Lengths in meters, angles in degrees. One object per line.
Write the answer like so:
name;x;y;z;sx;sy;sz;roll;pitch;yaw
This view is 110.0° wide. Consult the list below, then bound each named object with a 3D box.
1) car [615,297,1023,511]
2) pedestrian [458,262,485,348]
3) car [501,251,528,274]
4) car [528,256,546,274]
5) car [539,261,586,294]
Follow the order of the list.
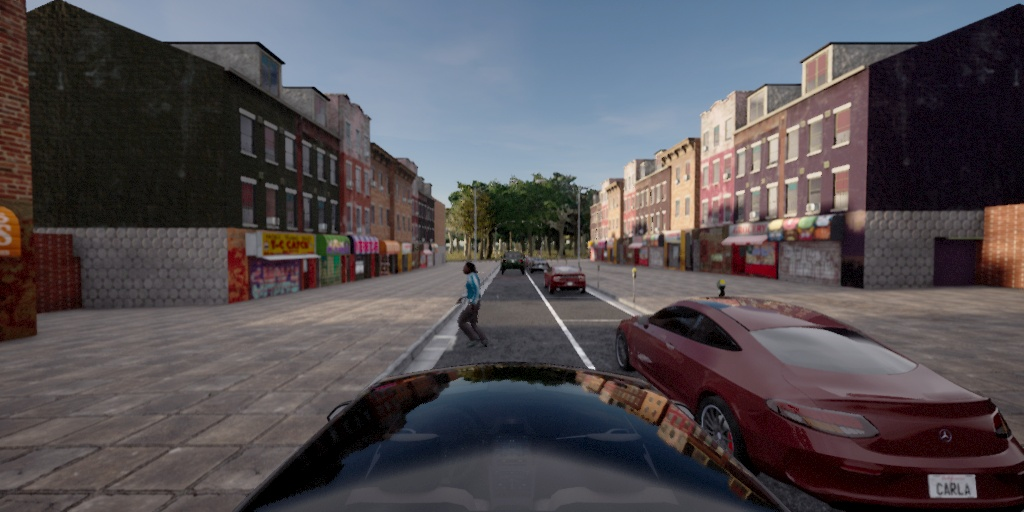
car;2.750;1.242;4.540;1.812;1.442;4.674;0;1;0
pedestrian;-0.822;0.976;7.362;0.375;1.860;0.375;-1;1;0
car;0.090;0.592;34.338;2.150;2.045;5.566;0;0;0
car;2.632;0.937;34.690;1.948;1.339;4.313;0;0;0
car;2.634;1.097;18.472;1.888;1.381;4.507;0;0;0
